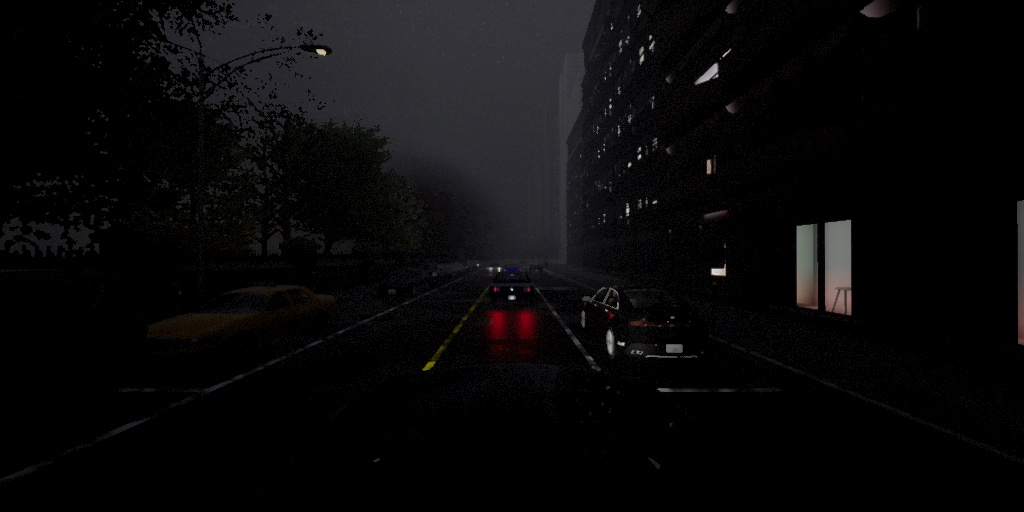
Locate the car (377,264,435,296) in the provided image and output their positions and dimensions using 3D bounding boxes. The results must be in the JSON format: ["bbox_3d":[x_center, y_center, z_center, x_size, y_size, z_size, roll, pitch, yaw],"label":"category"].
[{"bbox_3d":[-5.691,1.319,19.206,1.948,1.339,4.313,0,0,0],"label":"car"}]

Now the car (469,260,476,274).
[{"bbox_3d":[-5.691,1.205,41.361,1.967,1.591,4.097,0,0,0],"label":"car"}]

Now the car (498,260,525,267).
[{"bbox_3d":[0.000,1.293,31.500,1.812,1.442,4.674,0,0,0],"label":"car"}]

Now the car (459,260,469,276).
[{"bbox_3d":[-5.691,1.287,35.651,1.751,1.417,4.829,0,0,0],"label":"car"}]

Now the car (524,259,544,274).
[{"bbox_3d":[2.689,1.316,41.363,2.007,1.370,4.403,0,0,0],"label":"car"}]

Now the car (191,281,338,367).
[{"bbox_3d":[-5.691,1.276,7.958,1.751,1.417,4.829,0,0,0],"label":"car"}]

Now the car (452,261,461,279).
[{"bbox_3d":[-5.691,1.340,30.283,1.802,1.307,4.207,0,0,0],"label":"car"}]

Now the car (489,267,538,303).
[{"bbox_3d":[0.000,1.370,16.530,1.895,1.301,4.718,0,0,0],"label":"car"}]

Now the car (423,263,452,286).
[{"bbox_3d":[-5.691,1.195,24.744,1.967,1.591,4.097,0,0,0],"label":"car"}]

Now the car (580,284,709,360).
[{"bbox_3d":[2.689,1.301,8.131,2.007,1.370,4.403,0,0,0],"label":"car"}]

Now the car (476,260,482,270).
[{"bbox_3d":[-5.769,1.324,52.436,2.007,1.370,4.403,0,0,0],"label":"car"}]

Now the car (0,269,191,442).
[{"bbox_3d":[-5.691,1.064,2.590,2.192,1.841,5.009,0,0,0],"label":"car"}]
